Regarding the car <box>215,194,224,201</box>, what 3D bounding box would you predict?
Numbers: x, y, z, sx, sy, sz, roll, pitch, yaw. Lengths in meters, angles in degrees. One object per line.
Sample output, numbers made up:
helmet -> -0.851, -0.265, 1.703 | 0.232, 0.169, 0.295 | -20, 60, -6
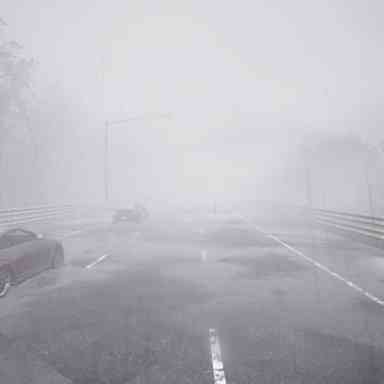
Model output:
car -> 7.028, 1.437, 86.204 | 2.097, 1.767, 4.553 | 0, 0, 7

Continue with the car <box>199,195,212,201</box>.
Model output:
car -> 3.467, 1.676, 85.835 | 1.895, 1.301, 4.718 | 0, 0, 7

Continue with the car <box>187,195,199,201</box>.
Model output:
car -> -0.063, 1.621, 85.755 | 2.033, 1.411, 5.357 | 0, 0, 7

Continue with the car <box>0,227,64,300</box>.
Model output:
car -> -4.862, 1.566, 8.374 | 1.994, 1.385, 4.181 | 0, 0, 1

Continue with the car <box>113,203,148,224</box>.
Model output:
car -> -4.480, 1.537, 24.517 | 1.812, 1.442, 4.674 | 0, 0, 2
